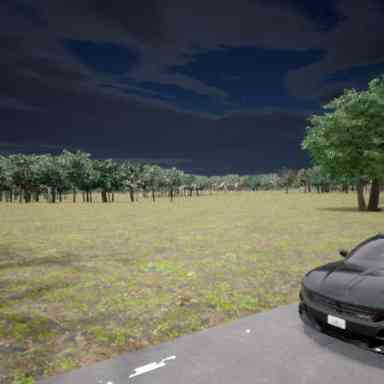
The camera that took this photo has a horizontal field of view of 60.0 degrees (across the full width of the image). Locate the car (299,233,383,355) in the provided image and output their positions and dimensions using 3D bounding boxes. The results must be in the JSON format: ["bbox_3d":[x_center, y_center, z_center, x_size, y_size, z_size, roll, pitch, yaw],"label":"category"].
[{"bbox_3d":[3.974,1.483,5.956,5.008,1.535,1.882,0,0,-36],"label":"car"}]
